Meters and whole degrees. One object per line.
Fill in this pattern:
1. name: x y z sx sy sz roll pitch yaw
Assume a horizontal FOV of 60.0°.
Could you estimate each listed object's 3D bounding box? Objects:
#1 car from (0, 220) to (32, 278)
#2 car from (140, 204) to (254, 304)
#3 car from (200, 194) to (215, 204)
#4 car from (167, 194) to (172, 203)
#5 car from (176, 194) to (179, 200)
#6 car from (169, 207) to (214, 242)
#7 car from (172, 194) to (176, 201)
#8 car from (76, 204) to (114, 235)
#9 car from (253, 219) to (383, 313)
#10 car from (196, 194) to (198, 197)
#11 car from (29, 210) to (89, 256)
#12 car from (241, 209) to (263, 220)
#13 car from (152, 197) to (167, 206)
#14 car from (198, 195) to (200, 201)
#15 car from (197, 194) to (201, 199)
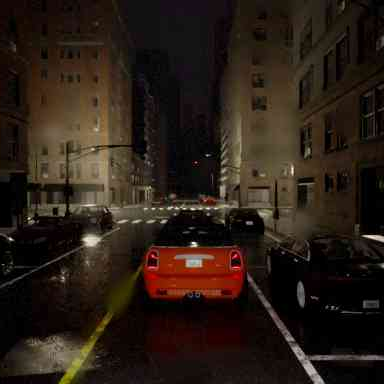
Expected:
1. car: -5.678 1.565 7.463 1.947 1.339 4.313 0 0 0
2. car: 0.053 1.352 8.334 2.097 1.767 4.553 0 0 0
3. car: 2.823 1.476 55.566 1.967 1.590 4.097 0 0 0
4. car: -5.694 1.606 66.385 2.008 1.369 4.403 0 0 0
5. car: -5.679 1.457 93.429 2.192 1.841 5.009 0 0 0
6. car: -0.016 1.564 16.988 1.994 1.385 4.181 0 0 0
7. car: -5.685 1.626 82.441 1.752 1.417 4.829 0 0 0
8. car: -5.691 1.441 18.466 1.967 1.590 4.097 0 0 0
9. car: 2.847 1.551 7.473 2.008 1.369 4.403 0 0 0
10. car: 2.843 1.560 88.019 1.967 1.590 4.097 0 0 0
11. car: -5.685 1.582 12.964 1.802 1.307 4.206 0 0 0
12. car: 2.834 1.566 18.475 1.947 1.339 4.313 0 0 0
13. car: -5.701 1.618 55.569 1.802 1.307 4.206 0 0 0
14. car: 2.831 1.607 66.383 2.008 1.369 4.403 0 0 0
15. car: 2.836 1.524 77.202 1.967 1.590 4.097 0 0 0
